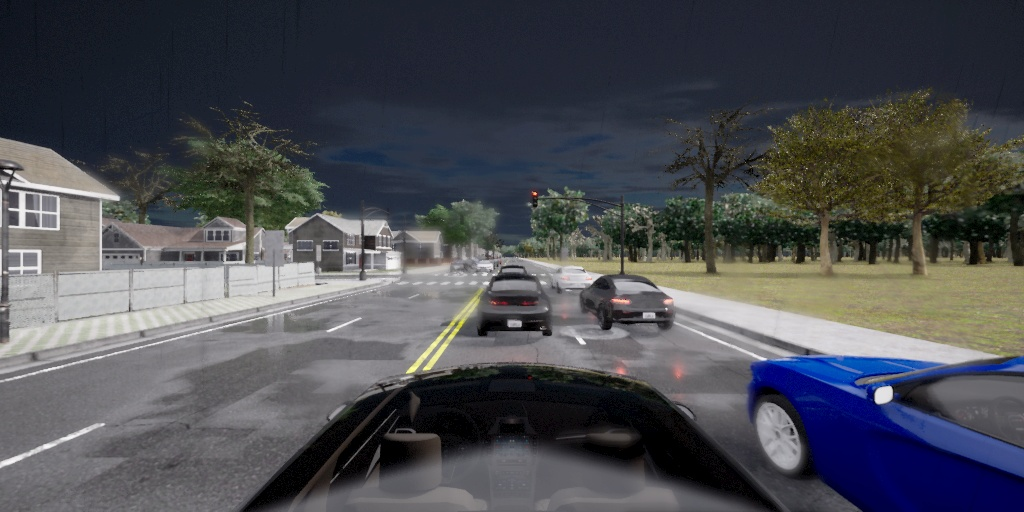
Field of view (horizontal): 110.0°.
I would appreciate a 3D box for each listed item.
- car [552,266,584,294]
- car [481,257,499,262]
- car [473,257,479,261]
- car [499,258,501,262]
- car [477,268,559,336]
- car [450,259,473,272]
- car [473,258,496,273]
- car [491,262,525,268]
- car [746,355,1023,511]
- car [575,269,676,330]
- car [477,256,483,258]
[{"bbox_3d":[3.310,1.284,20.105,1.812,1.442,4.674,0,0,0],"label":"car"},{"bbox_3d":[-3.339,1.261,53.891,1.837,1.490,4.892,0,0,0],"label":"car"},{"bbox_3d":[-6.588,1.261,54.502,1.837,1.490,4.892,0,0,1],"label":"car"},{"bbox_3d":[-3.303,1.230,64.376,1.882,1.535,5.008,0,0,0],"label":"car"},{"bbox_3d":[0.083,1.259,10.359,1.837,1.490,4.892,0,0,0],"label":"car"},{"bbox_3d":[-6.593,1.252,45.069,2.128,1.511,4.902,0,0,0],"label":"car"},{"bbox_3d":[-3.345,1.286,44.622,1.812,1.442,4.674,0,0,0],"label":"car"},{"bbox_3d":[0.057,1.263,19.776,1.837,1.490,4.892,0,0,0],"label":"car"},{"bbox_3d":[3.350,1.228,1.685,1.882,1.535,5.008,0,0,0],"label":"car"},{"bbox_3d":[3.333,1.280,10.999,1.812,1.442,4.674,0,0,0],"label":"car"},{"bbox_3d":[-6.555,1.278,64.659,1.812,1.442,4.674,0,0,1],"label":"car"}]
